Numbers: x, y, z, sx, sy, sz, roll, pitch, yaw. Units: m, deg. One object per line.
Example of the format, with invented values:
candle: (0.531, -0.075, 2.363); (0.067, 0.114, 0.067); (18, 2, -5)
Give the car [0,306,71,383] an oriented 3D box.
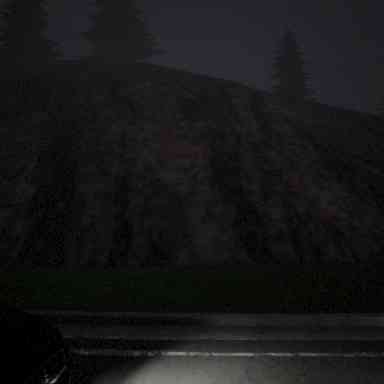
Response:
car: (-3.654, 1.504, 3.134); (4.892, 1.490, 1.837); (0, 0, 6)
